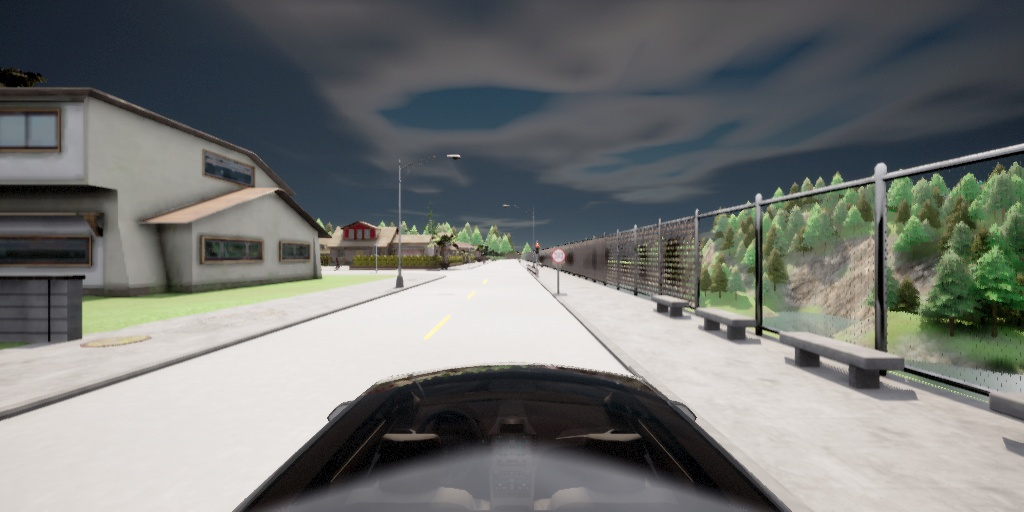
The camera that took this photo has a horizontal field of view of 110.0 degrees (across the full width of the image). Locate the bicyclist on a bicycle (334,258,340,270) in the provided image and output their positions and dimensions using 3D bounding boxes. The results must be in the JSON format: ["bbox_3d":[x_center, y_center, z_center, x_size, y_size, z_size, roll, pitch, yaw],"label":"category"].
[{"bbox_3d":[-24.057,1.074,49.372,0.582,1.620,1.656,0,0,0],"label":"bicyclist on a bicycle"}]
